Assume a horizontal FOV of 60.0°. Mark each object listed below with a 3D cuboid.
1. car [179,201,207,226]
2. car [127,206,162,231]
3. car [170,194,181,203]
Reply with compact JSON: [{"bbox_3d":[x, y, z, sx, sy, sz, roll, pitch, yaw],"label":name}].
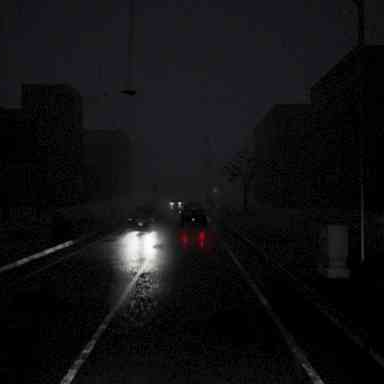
[{"bbox_3d":[0.103,1.727,25.589,2.128,1.511,4.902,0,-1,0],"label":"car"},{"bbox_3d":[-3.096,1.693,22.492,2.128,1.511,4.902,0,-1,0],"label":"car"},{"bbox_3d":[-3.022,1.160,62.696,1.812,1.442,4.674,0,3,1],"label":"car"}]
